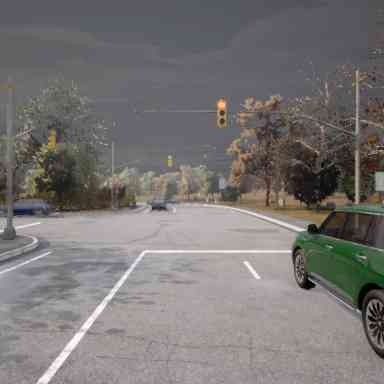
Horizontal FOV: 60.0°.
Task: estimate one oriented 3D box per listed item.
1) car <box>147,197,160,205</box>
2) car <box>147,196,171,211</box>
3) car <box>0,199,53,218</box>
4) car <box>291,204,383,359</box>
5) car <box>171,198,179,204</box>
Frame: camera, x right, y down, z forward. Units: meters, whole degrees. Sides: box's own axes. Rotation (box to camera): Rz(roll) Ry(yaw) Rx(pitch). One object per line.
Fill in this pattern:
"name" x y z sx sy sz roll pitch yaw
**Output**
"car" -8.511 2.004 72.726 2.097 1.767 4.553 0 -1 -16
"car" -4.097 1.610 42.074 2.033 1.411 5.357 0 -1 -3
"car" -15.169 1.418 30.143 4.553 1.767 2.097 -1 0 -4
"car" 3.582 1.221 6.066 2.150 2.045 5.566 0 0 0
"car" -4.656 2.359 82.987 2.128 1.511 4.902 0 -1 -22
